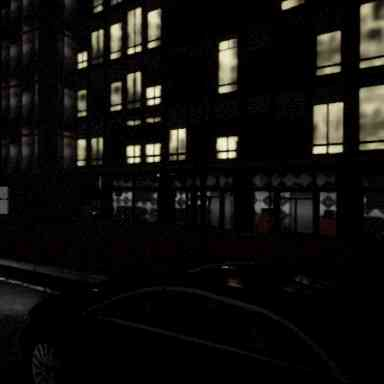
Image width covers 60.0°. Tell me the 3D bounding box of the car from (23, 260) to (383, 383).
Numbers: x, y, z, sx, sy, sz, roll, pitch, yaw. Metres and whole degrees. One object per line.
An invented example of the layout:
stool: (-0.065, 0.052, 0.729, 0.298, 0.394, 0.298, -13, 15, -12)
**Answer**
car: (0.166, 1.503, 3.463, 4.902, 1.511, 2.128, -1, 0, 35)
